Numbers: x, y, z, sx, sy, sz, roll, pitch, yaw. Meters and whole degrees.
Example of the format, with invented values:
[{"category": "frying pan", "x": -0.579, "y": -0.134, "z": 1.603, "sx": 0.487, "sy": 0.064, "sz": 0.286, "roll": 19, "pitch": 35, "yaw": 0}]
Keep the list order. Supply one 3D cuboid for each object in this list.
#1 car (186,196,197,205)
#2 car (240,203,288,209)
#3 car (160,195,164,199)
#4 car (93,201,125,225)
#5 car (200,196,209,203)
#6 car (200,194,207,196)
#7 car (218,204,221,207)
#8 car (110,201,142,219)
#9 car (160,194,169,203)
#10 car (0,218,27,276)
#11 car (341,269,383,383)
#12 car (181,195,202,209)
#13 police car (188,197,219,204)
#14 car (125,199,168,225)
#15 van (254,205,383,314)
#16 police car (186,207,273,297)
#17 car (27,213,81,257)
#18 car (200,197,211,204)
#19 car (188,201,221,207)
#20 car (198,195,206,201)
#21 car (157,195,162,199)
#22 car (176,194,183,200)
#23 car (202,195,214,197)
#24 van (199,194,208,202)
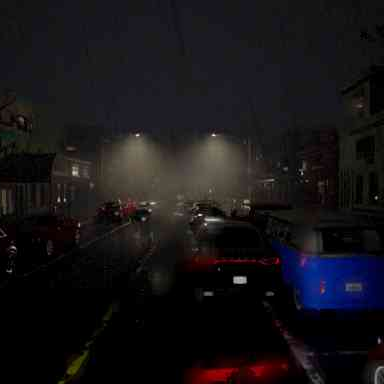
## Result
[{"category": "car", "x": -0.124, "y": 1.462, "z": 60.240, "sx": 1.882, "sy": 1.535, "sz": 5.008, "roll": 0, "pitch": 0, "yaw": 0}, {"category": "car", "x": 2.660, "y": 1.312, "z": 12.897, "sx": 2.192, "sy": 1.841, "sz": 5.009, "roll": -1, "pitch": 0, "yaw": 0}, {"category": "car", "x": -5.799, "y": 1.569, "z": 51.716, "sx": 1.802, "sy": 1.307, "sz": 4.206, "roll": -1, "pitch": 0, "yaw": 0}, {"category": "car", "x": -5.743, "y": 1.434, "z": 23.974, "sx": 1.967, "sy": 1.590, "sz": 4.097, "roll": -1, "pitch": 0, "yaw": 0}, {"category": "car", "x": 2.547, "y": 1.507, "z": 68.550, "sx": 1.752, "sy": 1.417, "sz": 4.829, "roll": -1, "pitch": 0, "yaw": 0}, {"category": "car", "x": 2.579, "y": 1.302, "z": 51.736, "sx": 2.192, "sy": 1.841, "sz": 5.009, "roll": -1, "pitch": 0, "yaw": 0}, {"category": "car", "x": 2.650, "y": 1.578, "z": 18.446, "sx": 1.802, "sy": 1.307, "sz": 4.206, "roll": -1, "pitch": 0, "yaw": 0}, {"category": "car", "x": -5.753, "y": 1.538, "z": 29.523, "sx": 1.887, "sy": 1.381, "sz": 4.507, "roll": -1, "pitch": 0, "yaw": 0}, {"category": "car", "x": -5.835, "y": 1.297, "z": 68.361, "sx": 2.192, "sy": 1.841, "sz": 5.009, "roll": -1, "pitch": 0, "yaw": 0}, {"category": "car", "x": -5.709, "y": 1.439, "z": 7.330, "sx": 1.967, "sy": 1.590, "sz": 4.097, "roll": -1, "pitch": 0, "yaw": 0}, {"category": "car", "x": 2.685, "y": 1.582, "z": 1.801, "sx": 1.802, "sy": 1.307, "sz": 4.206, "roll": -1, "pitch": 0, "yaw": 0}, {"category": "car", "x": -0.068, "y": 1.480, "z": 46.121, "sx": 2.128, "sy": 1.511, "sz": 4.902, "roll": 0, "pitch": 0, "yaw": 0}, {"category": "police car", "x": 0.849, "y": 1.419, "z": 24.734, "sx": 1.930, "sy": 1.638, "sz": 5.238, "roll": 0, "pitch": 0, "yaw": 0}, {"category": "car", "x": -3.148, "y": 1.486, "z": 24.072, "sx": 2.128, "sy": 1.511, "sz": 4.902, "roll": 0, "pitch": 0, "yaw": 0}, {"category": "van", "x": 2.671, "y": 1.340, "z": 7.349, "sx": 1.690, "sy": 1.788, "sz": 3.998, "roll": -1, "pitch": 0, "yaw": 0}, {"category": "police car", "x": 0.883, "y": 1.423, "z": 8.733, "sx": 1.930, "sy": 1.638, "sz": 5.238, "roll": 0, "pitch": 0, "yaw": 0}, {"category": "car", "x": -5.719, "y": 1.542, "z": 12.878, "sx": 1.887, "sy": 1.381, "sz": 4.507, "roll": -1, "pitch": 0, "yaw": 0}, {"category": "car", "x": 2.559, "y": 1.565, "z": 62.832, "sx": 1.802, "sy": 1.307, "sz": 4.206, "roll": -1, "pitch": 0, "yaw": 0}, {"category": "car", "x": 0.862, "y": 1.501, "z": 18.623, "sx": 1.837, "sy": 1.490, "sz": 4.892, "roll": 0, "pitch": 0, "yaw": 0}, {"category": "car", "x": 2.513, "y": 1.501, "z": 85.196, "sx": 1.752, "sy": 1.417, "sz": 4.829, "roll": -1, "pitch": 0, "yaw": 0}, {"category": "car", "x": -5.788, "y": 1.539, "z": 46.167, "sx": 2.008, "sy": 1.369, "sz": 4.403, "roll": -1, "pitch": 0, "yaw": 0}, {"category": "car", "x": -3.186, "y": 1.325, "z": 90.100, "sx": 2.097, "sy": 1.767, "sz": 4.553, "roll": 0, "pitch": 0, "yaw": 0}, {"category": "car", "x": 2.593, "y": 1.514, "z": 46.356, "sx": 1.752, "sy": 1.417, "sz": 4.829, "roll": -1, "pitch": 0, "yaw": 0}, {"category": "van", "x": 2.534, "y": 1.321, "z": 73.929, "sx": 1.690, "sy": 1.788, "sz": 3.998, "roll": -1, "pitch": 0, "yaw": 0}]
